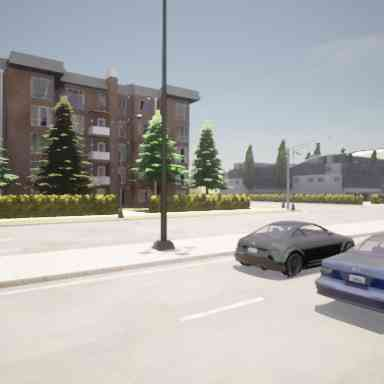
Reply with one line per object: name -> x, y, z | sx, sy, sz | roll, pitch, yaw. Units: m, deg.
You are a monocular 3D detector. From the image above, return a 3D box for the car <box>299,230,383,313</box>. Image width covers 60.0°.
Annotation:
car -> 4.938, 1.578, 7.271 | 5.357, 1.411, 2.033 | 0, 0, -35

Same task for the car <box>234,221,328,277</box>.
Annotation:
car -> 3.318, 1.596, 10.413 | 4.181, 1.385, 1.994 | 0, 0, -35
